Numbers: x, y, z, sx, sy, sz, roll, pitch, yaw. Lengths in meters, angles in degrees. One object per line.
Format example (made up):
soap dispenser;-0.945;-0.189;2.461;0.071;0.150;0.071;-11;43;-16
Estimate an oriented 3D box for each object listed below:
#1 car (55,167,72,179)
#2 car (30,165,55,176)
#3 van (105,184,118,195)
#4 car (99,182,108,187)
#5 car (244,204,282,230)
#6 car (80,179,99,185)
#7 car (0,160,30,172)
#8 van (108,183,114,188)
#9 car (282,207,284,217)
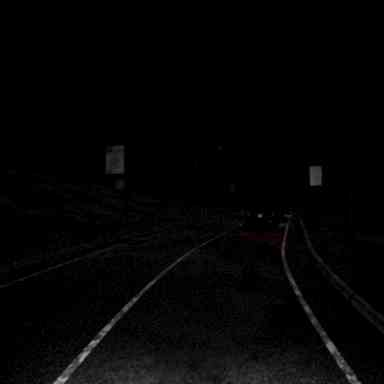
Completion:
car;-19.592;-2.391;48.228;2.435;2.045;5.566;0;-3;6
car;-20.187;-2.561;42.651;2.185;1.767;4.553;0;-3;7
van;-18.395;-0.566;75.935;1.878;1.987;4.442;0;-4;0
car;-18.569;-1.093;64.736;2.002;1.452;4.674;0;-4;2
car;4.984;1.627;23.412;2.097;1.767;4.553;0;-1;16
car;-18.806;-1.451;59.210;2.002;1.452;4.674;0;-4;3
car;-20.886;-2.709;37.059;2.231;1.521;4.892;0;-3;8
van;-18.409;-0.968;70.410;1.878;1.987;4.442;0;-4;2
car;9.980;2.269;39.942;1.994;1.385;4.181;-1;-2;17
